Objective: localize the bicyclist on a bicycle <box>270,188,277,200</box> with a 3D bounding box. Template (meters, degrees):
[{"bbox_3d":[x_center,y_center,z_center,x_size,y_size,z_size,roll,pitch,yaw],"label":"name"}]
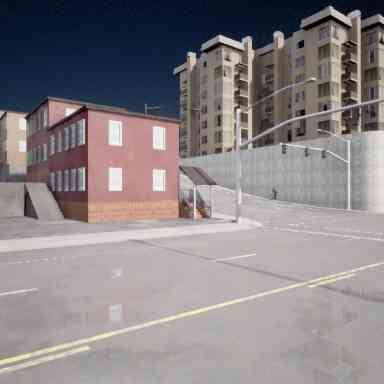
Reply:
[{"bbox_3d":[11.200,0.301,45.389,1.656,1.620,0.582,0,6,-35],"label":"bicyclist on a bicycle"}]
